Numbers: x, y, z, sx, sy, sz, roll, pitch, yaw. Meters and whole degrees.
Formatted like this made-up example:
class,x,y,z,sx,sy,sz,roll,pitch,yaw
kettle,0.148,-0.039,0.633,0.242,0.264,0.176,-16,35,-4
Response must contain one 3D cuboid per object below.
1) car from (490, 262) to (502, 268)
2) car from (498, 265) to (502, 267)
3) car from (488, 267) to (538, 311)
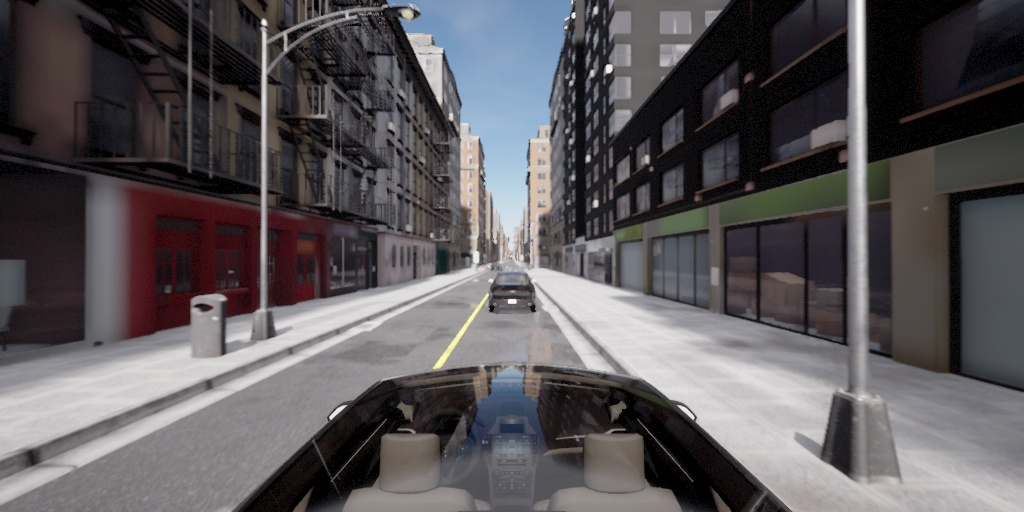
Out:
class,x,y,z,sx,sy,sz,roll,pitch,yaw
car,-2.732,1.839,62.393,1.837,1.490,4.892,0,-1,1
car,0.032,1.630,30.082,1.895,1.301,4.718,0,-1,0
car,0.025,1.393,15.330,1.837,1.490,4.892,0,0,0
